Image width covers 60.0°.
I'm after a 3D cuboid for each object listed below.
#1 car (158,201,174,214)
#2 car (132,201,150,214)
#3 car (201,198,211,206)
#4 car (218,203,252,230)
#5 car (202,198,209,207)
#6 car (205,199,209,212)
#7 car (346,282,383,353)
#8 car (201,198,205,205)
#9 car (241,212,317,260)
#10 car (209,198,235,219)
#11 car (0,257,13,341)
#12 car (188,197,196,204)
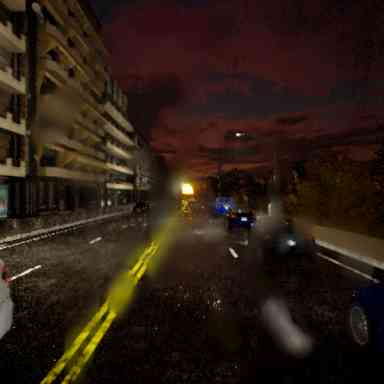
[{"bbox_3d":[-3.326,1.982,43.117,2.128,1.511,4.902,0,-1,0],"label":"car"},{"bbox_3d":[-6.574,1.998,43.413,1.837,1.490,4.892,0,-1,0],"label":"car"},{"bbox_3d":[3.270,2.251,78.111,2.097,1.767,4.553,0,-1,0],"label":"car"},{"bbox_3d":[3.256,1.764,23.171,2.163,1.488,4.792,0,-1,0],"label":"car"},{"bbox_3d":[3.264,2.203,56.139,1.994,1.385,4.181,0,-1,0],"label":"car"},{"bbox_3d":[3.262,2.076,45.140,1.994,1.385,4.181,0,-1,0],"label":"car"},{"bbox_3d":[3.352,1.565,3.368,1.812,1.442,4.674,0,-1,0],"label":"car"},{"bbox_3d":[3.267,2.294,67.140,1.812,1.442,4.674,0,-1,0],"label":"car"},{"bbox_3d":[3.349,1.711,13.174,1.994,1.385,4.181,0,-1,0],"label":"car"},{"bbox_3d":[3.259,1.607,34.174,2.150,2.045,5.566,0,-1,0],"label":"car"},{"bbox_3d":[-3.351,1.245,1.973,2.150,2.045,5.566,0,-1,0],"label":"car"},{"bbox_3d":[0.022,2.480,85.969,1.895,1.301,4.718,0,-1,0],"label":"car"}]
